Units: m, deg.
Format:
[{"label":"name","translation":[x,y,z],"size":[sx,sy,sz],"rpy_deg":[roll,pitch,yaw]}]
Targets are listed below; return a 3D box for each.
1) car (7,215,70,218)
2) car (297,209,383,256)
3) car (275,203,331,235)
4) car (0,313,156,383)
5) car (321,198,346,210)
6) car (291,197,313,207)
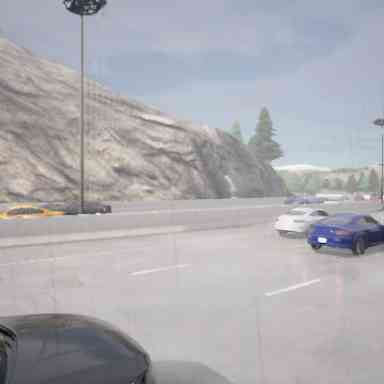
[{"label":"car","translation":[-9.795,1.519,18.624],"size":[5.008,1.535,1.882],"rpy_deg":[0,0,-37]},{"label":"car","translation":[6.399,1.541,13.258],"size":[4.674,1.442,1.812],"rpy_deg":[0,0,-39]},{"label":"car","translation":[6.315,1.548,17.726],"size":[4.674,1.442,1.812],"rpy_deg":[0,0,-40]},{"label":"car","translation":[-2.536,1.512,2.018],"size":[4.892,1.490,1.837],"rpy_deg":[0,0,-35]},{"label":"car","translation":[19.225,1.578,45.084],"size":[1.812,1.442,4.674],"rpy_deg":[0,0,42]},{"label":"car","translation":[18.065,1.594,54.387],"size":[1.812,1.442,4.674],"rpy_deg":[0,0,40]}]
